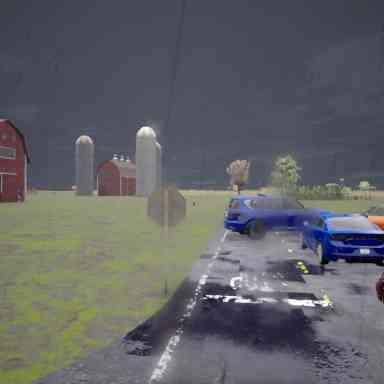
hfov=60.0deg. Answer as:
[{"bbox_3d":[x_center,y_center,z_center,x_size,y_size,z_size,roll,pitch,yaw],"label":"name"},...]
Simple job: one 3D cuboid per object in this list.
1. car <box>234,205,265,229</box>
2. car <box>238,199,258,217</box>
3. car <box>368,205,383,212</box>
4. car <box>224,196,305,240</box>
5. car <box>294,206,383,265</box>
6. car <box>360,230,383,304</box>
[{"bbox_3d":[3.880,1.601,22.673,1.895,1.301,4.718,0,0,9],"label":"car"},{"bbox_3d":[5.557,1.502,32.976,1.837,1.490,4.892,0,0,9],"label":"car"},{"bbox_3d":[9.110,1.372,15.784,2.097,1.767,4.553,0,0,-45],"label":"car"},{"bbox_3d":[4.360,1.219,16.585,5.566,2.045,2.150,0,0,-7],"label":"car"},{"bbox_3d":[5.078,1.481,11.591,1.882,1.535,5.008,0,0,8],"label":"car"},{"bbox_3d":[4.642,1.529,4.389,1.812,1.442,4.674,0,0,-10],"label":"car"}]
